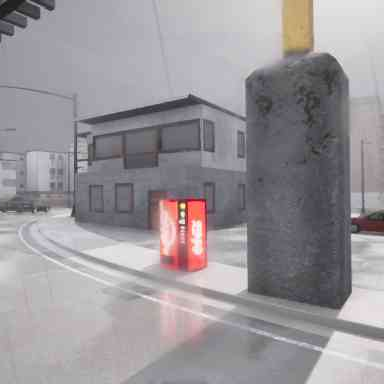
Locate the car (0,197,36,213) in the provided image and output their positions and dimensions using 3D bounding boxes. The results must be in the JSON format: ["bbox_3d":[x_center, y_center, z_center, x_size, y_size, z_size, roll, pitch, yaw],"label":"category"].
[{"bbox_3d":[-21.932,1.616,42.492,2.150,2.045,5.566,-1,-2,9],"label":"car"}]

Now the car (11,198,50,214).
[{"bbox_3d":[-18.481,1.772,39.059,2.128,1.511,4.902,-1,-2,3],"label":"car"}]

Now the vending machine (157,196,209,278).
[{"bbox_3d":[-0.251,1.185,9.303,0.880,2.100,1.100,-1,0,44],"label":"vending machine"}]

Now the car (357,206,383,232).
[{"bbox_3d":[13.583,1.883,22.670,3.988,1.617,1.851,1,0,34],"label":"car"}]

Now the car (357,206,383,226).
[{"bbox_3d":[16.953,2.035,28.237,5.027,1.636,2.152,-1,0,34],"label":"car"}]

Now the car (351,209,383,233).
[{"bbox_3d":[11.797,1.873,20.256,5.357,1.415,2.033,0,0,34],"label":"car"}]
